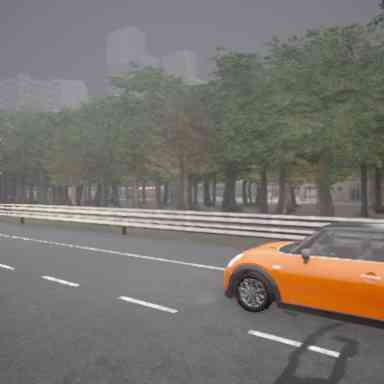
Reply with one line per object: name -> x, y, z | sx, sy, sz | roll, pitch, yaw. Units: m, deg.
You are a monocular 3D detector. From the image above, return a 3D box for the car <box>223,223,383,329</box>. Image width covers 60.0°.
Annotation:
car -> 2.837, 1.352, 6.148 | 4.553, 1.767, 2.097 | 0, 0, 36
